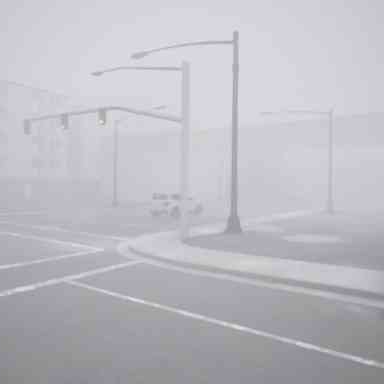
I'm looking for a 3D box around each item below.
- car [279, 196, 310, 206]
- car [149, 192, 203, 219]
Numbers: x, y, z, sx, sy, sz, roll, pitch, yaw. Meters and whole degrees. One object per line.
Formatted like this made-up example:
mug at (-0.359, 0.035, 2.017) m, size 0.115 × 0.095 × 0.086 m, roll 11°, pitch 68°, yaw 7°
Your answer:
car at (15.943, 1.312, 51.765) m, size 5.008 × 1.535 × 1.882 m, roll 1°, pitch 0°, yaw -19°
car at (-1.280, 1.056, 28.352) m, size 2.150 × 2.045 × 5.566 m, roll 1°, pitch 1°, yaw 34°
